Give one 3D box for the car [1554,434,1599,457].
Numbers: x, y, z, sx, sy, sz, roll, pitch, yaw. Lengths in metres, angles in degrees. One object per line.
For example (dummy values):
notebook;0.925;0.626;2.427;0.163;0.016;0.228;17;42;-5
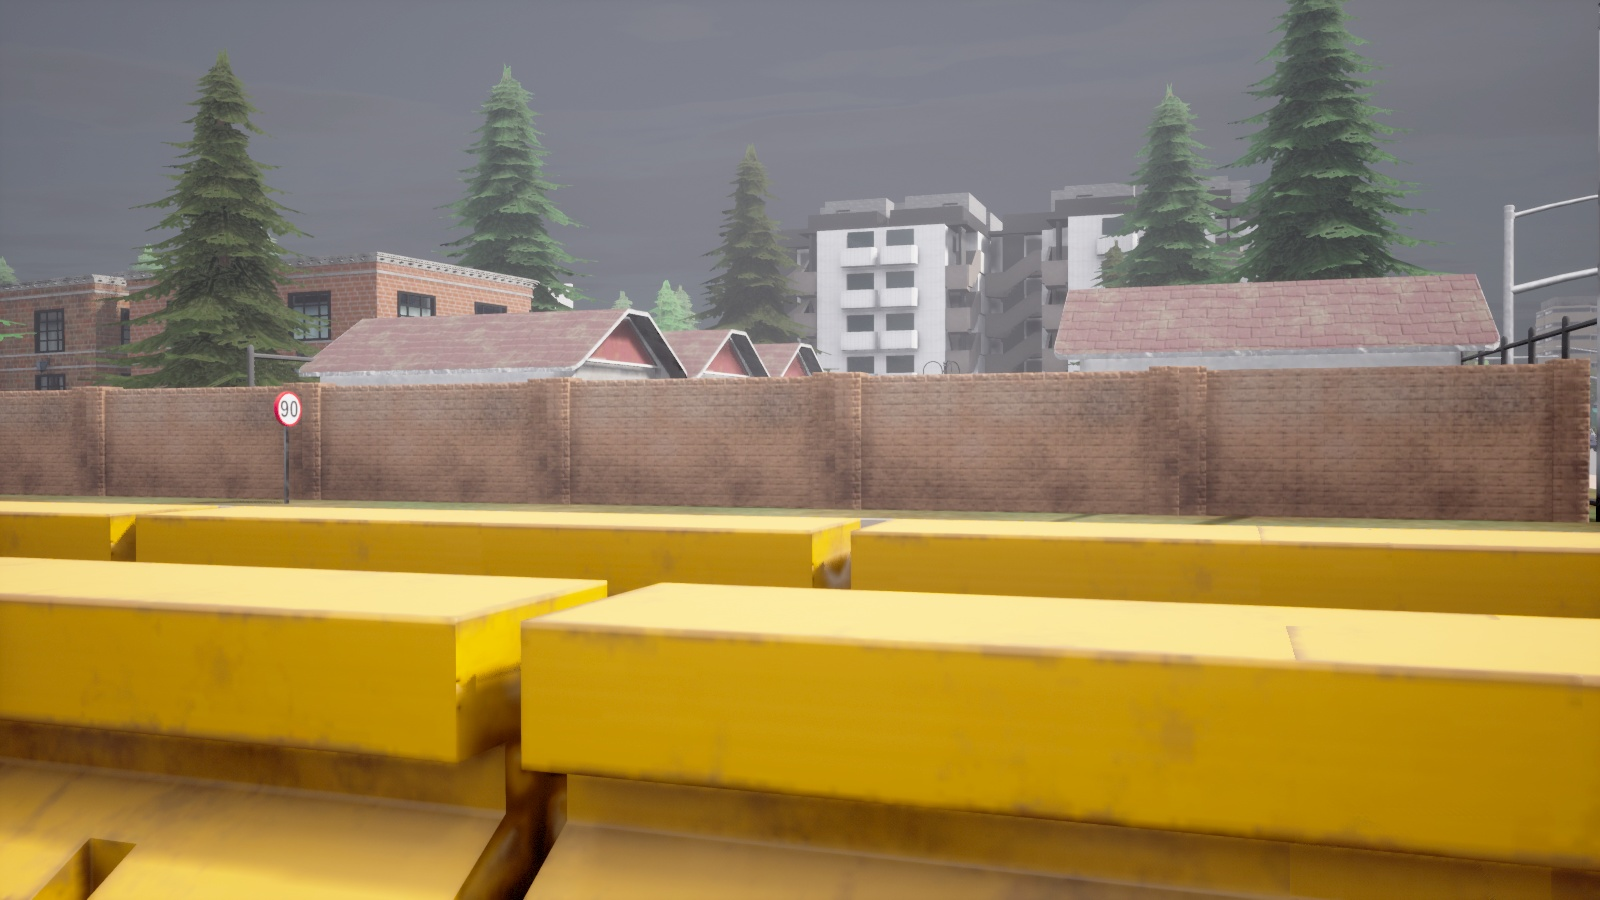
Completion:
car;50.429;-0.323;81.439;1.970;1.475;3.806;1;1;20
